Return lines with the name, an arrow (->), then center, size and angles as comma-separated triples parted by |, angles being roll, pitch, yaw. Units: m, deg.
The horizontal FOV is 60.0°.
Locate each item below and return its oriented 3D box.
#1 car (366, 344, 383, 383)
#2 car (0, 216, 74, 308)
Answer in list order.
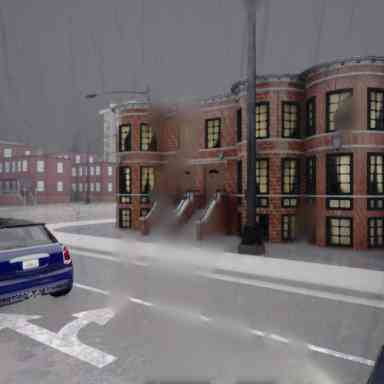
car -> 3.662, 1.548, 1.376 | 5.357, 1.411, 2.033 | 0, 0, 36
car -> -4.716, 1.351, 7.355 | 4.553, 1.767, 2.097 | 0, 0, 35
